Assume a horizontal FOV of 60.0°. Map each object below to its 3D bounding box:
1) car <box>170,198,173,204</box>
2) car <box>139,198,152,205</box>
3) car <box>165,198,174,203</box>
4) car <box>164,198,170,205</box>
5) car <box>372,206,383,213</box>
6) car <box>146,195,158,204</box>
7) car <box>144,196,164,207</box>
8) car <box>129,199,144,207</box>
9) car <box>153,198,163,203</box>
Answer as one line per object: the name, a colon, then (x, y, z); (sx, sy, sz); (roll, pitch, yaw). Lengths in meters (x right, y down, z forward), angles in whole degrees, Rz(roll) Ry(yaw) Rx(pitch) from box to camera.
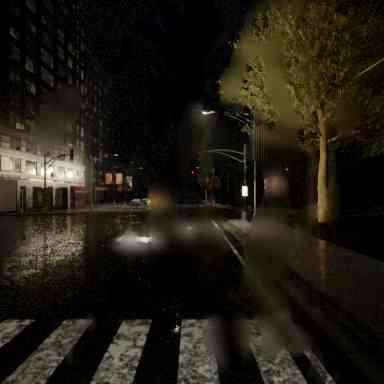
car: (-6.306, 2.164, 79.664); (1.812, 1.442, 4.674); (0, -1, 0)
car: (-9.583, 2.039, 69.049); (1.994, 1.385, 4.181); (0, -1, 0)
car: (-6.273, 2.380, 92.979); (2.033, 1.411, 5.357); (0, -1, 0)
car: (-6.332, 2.028, 69.184); (2.033, 1.411, 5.357); (0, -1, 0)
car: (41.790, 3.910, 74.394); (4.892, 1.490, 1.837); (4, -3, -45)
car: (-9.556, 1.867, 79.773); (2.150, 2.045, 5.566); (0, -1, 0)
car: (-6.436, 1.813, 56.676); (1.882, 1.535, 5.008); (0, -1, 0)
car: (-9.675, 1.911, 57.734); (1.994, 1.385, 4.181); (0, -1, 0)
car: (-9.523, 2.366, 92.987); (2.128, 1.511, 4.902); (0, -1, 0)
